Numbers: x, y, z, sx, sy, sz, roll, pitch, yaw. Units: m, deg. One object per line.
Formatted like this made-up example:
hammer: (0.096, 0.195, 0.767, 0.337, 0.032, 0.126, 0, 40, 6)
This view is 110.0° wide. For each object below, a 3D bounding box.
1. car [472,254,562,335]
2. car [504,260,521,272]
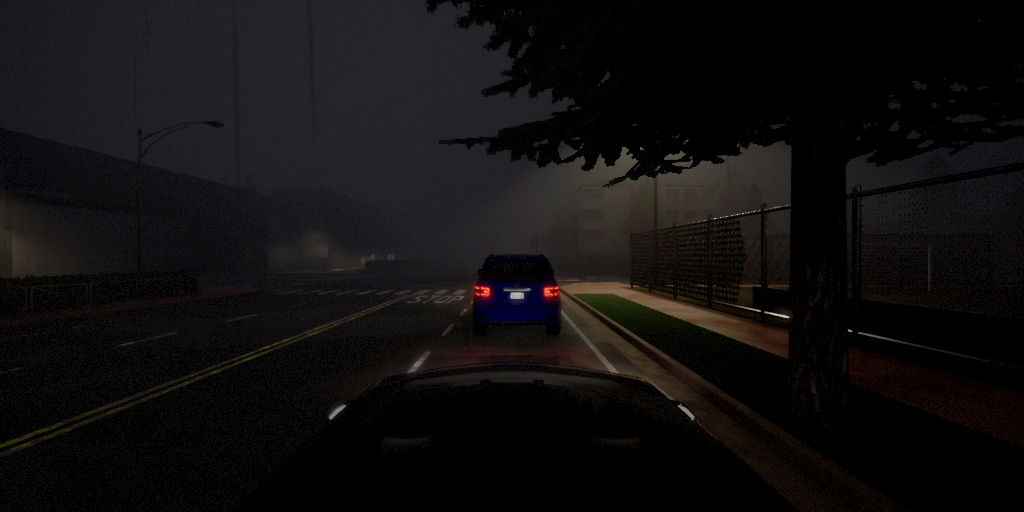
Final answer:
car: (0.123, 0.972, 10.622, 2.150, 2.045, 5.566, 0, 0, 0)
car: (0.061, 1.241, 46.454, 2.128, 1.511, 4.902, 0, 0, -1)
